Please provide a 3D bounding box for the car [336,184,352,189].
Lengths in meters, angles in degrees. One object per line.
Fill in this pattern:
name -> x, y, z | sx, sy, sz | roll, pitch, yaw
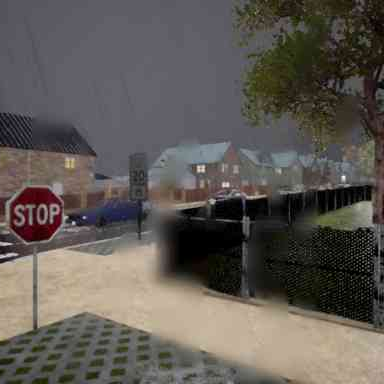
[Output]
car -> 23.385, -0.547, 51.279 | 2.128, 1.511, 4.902 | -1, 2, 36

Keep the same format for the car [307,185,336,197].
car -> 15.298, -0.073, 40.146 | 2.128, 1.511, 4.902 | -1, 1, 36

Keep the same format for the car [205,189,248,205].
car -> 2.990, 0.541, 28.228 | 2.128, 1.511, 4.902 | -1, 2, 36

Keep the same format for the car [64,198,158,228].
car -> -4.209, 1.036, 18.329 | 2.033, 1.411, 5.357 | -1, 2, 36

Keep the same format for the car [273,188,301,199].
car -> 11.376, 0.153, 39.710 | 1.895, 1.301, 4.718 | -1, 2, 36
